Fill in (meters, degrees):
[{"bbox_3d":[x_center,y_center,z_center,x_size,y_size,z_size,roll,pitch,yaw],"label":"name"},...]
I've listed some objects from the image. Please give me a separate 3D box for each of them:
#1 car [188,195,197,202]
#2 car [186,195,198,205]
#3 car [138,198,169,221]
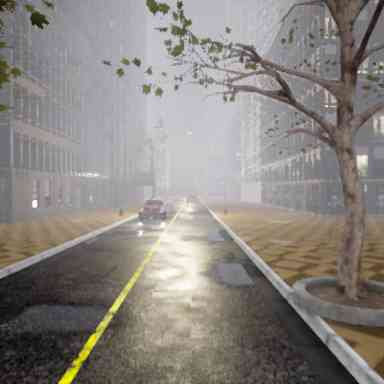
[{"bbox_3d":[0.034,1.404,69.950,1.812,1.442,4.674,0,0,0],"label":"car"},{"bbox_3d":[0.029,1.329,59.890,2.097,1.767,4.553,0,0,0],"label":"car"},{"bbox_3d":[-2.995,1.330,26.835,2.097,1.767,4.553,0,0,0],"label":"car"}]
